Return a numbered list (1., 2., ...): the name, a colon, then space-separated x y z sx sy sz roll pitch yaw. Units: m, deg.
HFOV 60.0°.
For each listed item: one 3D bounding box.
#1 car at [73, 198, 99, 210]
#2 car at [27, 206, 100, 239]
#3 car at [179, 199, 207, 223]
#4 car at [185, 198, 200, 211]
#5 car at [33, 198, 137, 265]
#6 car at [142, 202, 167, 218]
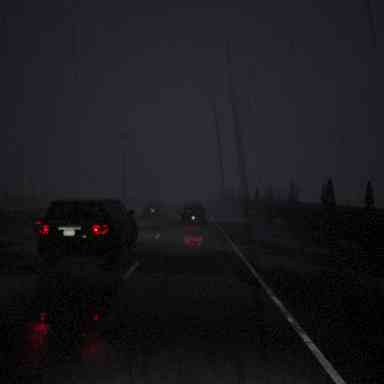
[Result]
1. car: -14.046 1.579 44.351 1.837 1.490 4.892 0 0 1
2. car: -6.905 1.569 18.675 2.033 1.411 5.357 0 0 0
3. car: 0.093 1.540 25.574 1.837 1.490 4.892 0 0 0
4. car: 0.089 1.596 42.965 1.812 1.442 4.674 0 0 0
5. car: -3.404 1.233 11.906 2.150 2.045 5.566 0 0 0
6. car: -3.408 1.610 31.045 1.994 1.385 4.181 0 0 0
